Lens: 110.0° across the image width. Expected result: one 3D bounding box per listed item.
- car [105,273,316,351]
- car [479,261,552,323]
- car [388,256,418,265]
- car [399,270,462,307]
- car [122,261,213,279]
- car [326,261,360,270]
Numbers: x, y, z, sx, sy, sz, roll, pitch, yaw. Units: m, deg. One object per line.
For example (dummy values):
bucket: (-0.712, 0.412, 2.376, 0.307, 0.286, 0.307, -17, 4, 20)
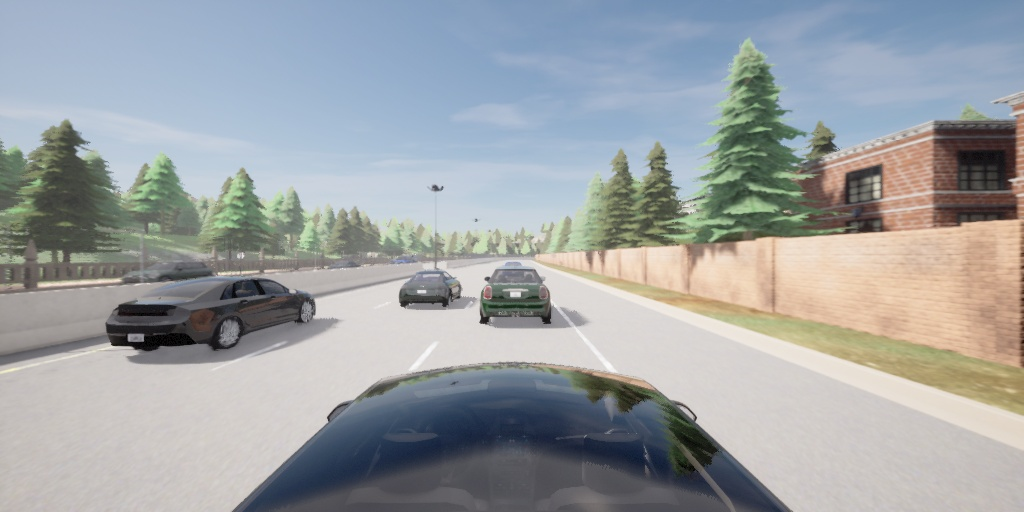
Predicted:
car: (-6.898, 1.254, 9.000, 1.837, 1.490, 4.892, 0, 0, 0)
car: (0.102, 1.102, 12.192, 2.097, 1.767, 4.553, 0, 0, 0)
car: (-14.081, 0.972, 47.491, 2.150, 2.045, 5.566, 0, 0, 0)
car: (-3.396, 1.314, 15.524, 1.994, 1.385, 4.181, 0, 0, 0)
car: (-21.089, 1.100, 22.198, 2.097, 1.767, 4.553, 0, 0, 0)
car: (-17.577, 1.256, 37.553, 1.837, 1.490, 4.892, 0, -1, 0)
